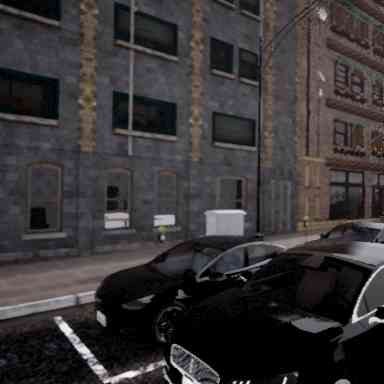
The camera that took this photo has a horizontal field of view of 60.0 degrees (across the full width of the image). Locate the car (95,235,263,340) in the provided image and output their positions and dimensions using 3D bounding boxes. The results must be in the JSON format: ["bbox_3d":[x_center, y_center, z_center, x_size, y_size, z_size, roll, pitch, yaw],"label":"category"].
[{"bbox_3d":[0.391,1.564,6.360,4.313,1.339,1.947,0,1,-35],"label":"car"}]

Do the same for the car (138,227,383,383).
[{"bbox_3d":[1.944,1.502,4.456,4.892,1.490,1.837,0,0,-35],"label":"car"}]

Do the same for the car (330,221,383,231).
[{"bbox_3d":[4.919,1.557,9.589,4.313,1.339,1.947,0,1,-35],"label":"car"}]
